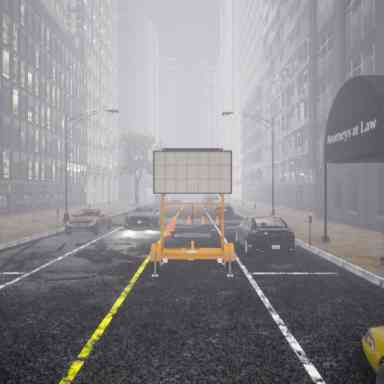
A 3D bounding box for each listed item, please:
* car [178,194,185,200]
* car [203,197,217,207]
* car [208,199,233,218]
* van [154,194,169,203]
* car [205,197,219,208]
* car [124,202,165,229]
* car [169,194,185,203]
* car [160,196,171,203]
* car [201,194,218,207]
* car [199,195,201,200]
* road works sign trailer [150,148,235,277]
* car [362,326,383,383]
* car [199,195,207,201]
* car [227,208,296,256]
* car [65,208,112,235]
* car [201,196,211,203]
[{"bbox_3d":[-2.806,1.445,90.234,1.837,1.490,4.892,0,0,0],"label":"car"},{"bbox_3d":[2.799,1.522,52.822,1.887,1.381,4.507,0,0,0],"label":"car"},{"bbox_3d":[2.749,1.558,30.030,1.947,1.339,4.313,0,0,0],"label":"car"},{"bbox_3d":[-5.571,1.313,58.544,1.690,1.788,3.998,0,0,0],"label":"van"},{"bbox_3d":[2.762,1.534,35.728,1.887,1.381,4.507,0,0,0],"label":"car"},{"bbox_3d":[-3.055,1.559,21.328,1.994,1.385,4.181,0,0,0],"label":"car"},{"bbox_3d":[-2.924,1.532,62.222,1.994,1.385,4.181,0,0,1],"label":"car"},{"bbox_3d":[-5.544,1.511,69.938,2.008,1.369,4.403,0,0,0],"label":"car"},{"bbox_3d":[2.785,1.297,47.124,2.192,1.841,5.009,0,0,0],"label":"car"},{"bbox_3d":[2.810,1.287,58.521,2.192,1.841,5.009,0,0,0],"label":"car"},{"bbox_3d":[0.019,0.462,10.228,2.380,3.560,2.880,0,0,0],"label":"road works sign trailer"},{"bbox_3d":[2.687,1.525,1.711,1.752,1.417,4.829,0,0,0],"label":"car"},{"bbox_3d":[2.874,1.463,87.183,1.752,1.417,4.829,0,0,0],"label":"car"},{"bbox_3d":[2.712,1.548,12.935,2.008,1.369,4.403,0,0,0],"label":"car"},{"bbox_3d":[-5.656,1.578,18.658,1.802,1.307,4.206,0,0,0],"label":"car"},{"bbox_3d":[2.836,1.505,69.917,1.887,1.381,4.507,0,0,0],"label":"car"}]
